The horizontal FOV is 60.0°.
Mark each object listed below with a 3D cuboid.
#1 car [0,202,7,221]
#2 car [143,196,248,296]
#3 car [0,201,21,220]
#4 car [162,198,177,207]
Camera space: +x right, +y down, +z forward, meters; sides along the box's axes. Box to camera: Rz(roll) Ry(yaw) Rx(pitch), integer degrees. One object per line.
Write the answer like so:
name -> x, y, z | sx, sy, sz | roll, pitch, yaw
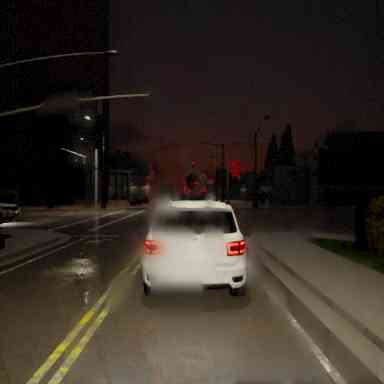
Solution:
car -> -16.228, 1.688, 24.037 | 4.181, 1.385, 1.994 | -1, 0, 0
car -> 0.076, 1.229, 8.799 | 2.150, 2.045, 5.566 | 0, 0, 0
car -> -17.309, 1.363, 27.533 | 5.566, 2.045, 2.150 | -1, 0, 0
car -> -3.551, 1.610, 52.941 | 1.994, 1.385, 4.181 | 0, 0, 0
